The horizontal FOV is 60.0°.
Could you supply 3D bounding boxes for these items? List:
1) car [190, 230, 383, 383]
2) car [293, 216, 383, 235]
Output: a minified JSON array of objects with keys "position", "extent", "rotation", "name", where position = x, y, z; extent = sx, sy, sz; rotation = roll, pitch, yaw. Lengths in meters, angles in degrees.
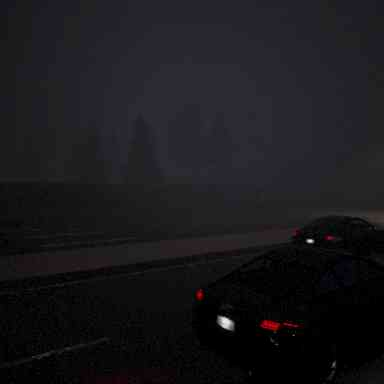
[{"position":[2.038,1.563,5.203],"extent":[4.181,1.385,1.994],"rotation":[0,0,-35],"name":"car"},{"position":[5.454,1.564,11.934],"extent":[4.181,1.385,1.994],"rotation":[0,0,-35],"name":"car"}]
